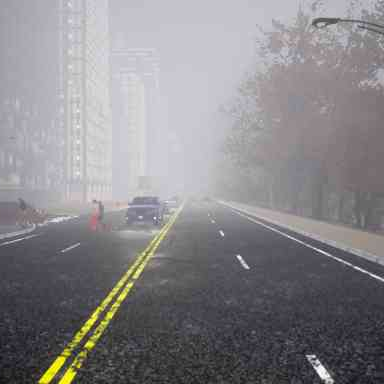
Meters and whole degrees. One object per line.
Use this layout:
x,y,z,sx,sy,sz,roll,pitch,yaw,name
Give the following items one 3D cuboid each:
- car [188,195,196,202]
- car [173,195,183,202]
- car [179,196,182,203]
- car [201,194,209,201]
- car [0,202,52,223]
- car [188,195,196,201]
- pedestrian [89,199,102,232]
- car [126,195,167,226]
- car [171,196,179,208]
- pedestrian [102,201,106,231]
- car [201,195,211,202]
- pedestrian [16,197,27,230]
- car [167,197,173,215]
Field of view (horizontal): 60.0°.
0.009,1.543,74.904,2.033,1.411,5.357,0,0,0,car
-3.242,1.505,77.452,1.994,1.385,4.181,0,0,0,car
-3.293,1.512,63.639,1.837,1.490,4.892,0,0,0,car
3.260,1.373,85.297,1.882,1.535,5.008,0,0,0,car
-13.777,1.554,26.857,4.553,1.767,2.097,-1,1,3,car
0.010,1.420,85.298,1.812,1.442,4.674,0,0,0,car
-5.471,1.300,18.782,0.375,1.860,0.375,0,0,0,pedestrian
-3.369,1.293,24.540,2.150,2.045,5.566,-1,0,0,car
-3.341,1.604,49.041,1.895,1.301,4.718,0,0,0,car
-5.264,1.316,19.409,0.375,1.860,0.375,0,0,0,pedestrian
3.257,1.503,74.903,1.837,1.490,4.892,0,0,0,car
-9.327,1.140,18.213,0.375,1.860,0.375,0,0,0,pedestrian
-3.352,1.580,34.550,1.994,1.385,4.181,0,0,0,car
